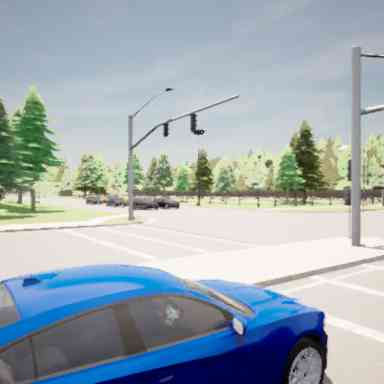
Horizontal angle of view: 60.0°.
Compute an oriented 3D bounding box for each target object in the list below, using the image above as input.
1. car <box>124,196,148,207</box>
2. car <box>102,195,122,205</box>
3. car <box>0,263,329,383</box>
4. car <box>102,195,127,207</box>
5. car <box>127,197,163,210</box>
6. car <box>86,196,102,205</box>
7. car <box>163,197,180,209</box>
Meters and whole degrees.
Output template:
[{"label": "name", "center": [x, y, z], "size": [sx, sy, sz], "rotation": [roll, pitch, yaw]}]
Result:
[{"label": "car", "center": [-8.955, 1.512, 52.977], "size": [1.882, 1.535, 5.008], "rotation": [0, 0, -35]}, {"label": "car", "center": [-14.706, 1.386, 61.302], "size": [2.097, 1.767, 4.553], "rotation": [0, 0, -35]}, {"label": "car", "center": [-0.668, 1.480, 3.263], "size": [5.008, 1.535, 1.882], "rotation": [0, 0, -35]}, {"label": "car", "center": [-11.475, 1.534, 50.461], "size": [1.837, 1.490, 4.892], "rotation": [0, 0, -35]}, {"label": "car", "center": [-6.089, 1.507, 42.760], "size": [1.882, 1.535, 5.008], "rotation": [0, 0, -35]}, {"label": "car", "center": [-17.310, 1.534, 58.876], "size": [1.837, 1.490, 4.892], "rotation": [0, 0, -35]}, {"label": "car", "center": [-3.473, 1.512, 45.128], "size": [1.882, 1.535, 5.008], "rotation": [0, 0, -35]}]
